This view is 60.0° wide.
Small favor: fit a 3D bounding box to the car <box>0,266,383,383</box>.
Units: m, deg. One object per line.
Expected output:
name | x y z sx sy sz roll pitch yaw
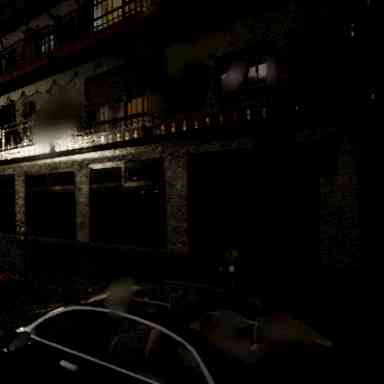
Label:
car | -0.493 1.562 3.241 4.403 1.369 2.008 0 -1 36
